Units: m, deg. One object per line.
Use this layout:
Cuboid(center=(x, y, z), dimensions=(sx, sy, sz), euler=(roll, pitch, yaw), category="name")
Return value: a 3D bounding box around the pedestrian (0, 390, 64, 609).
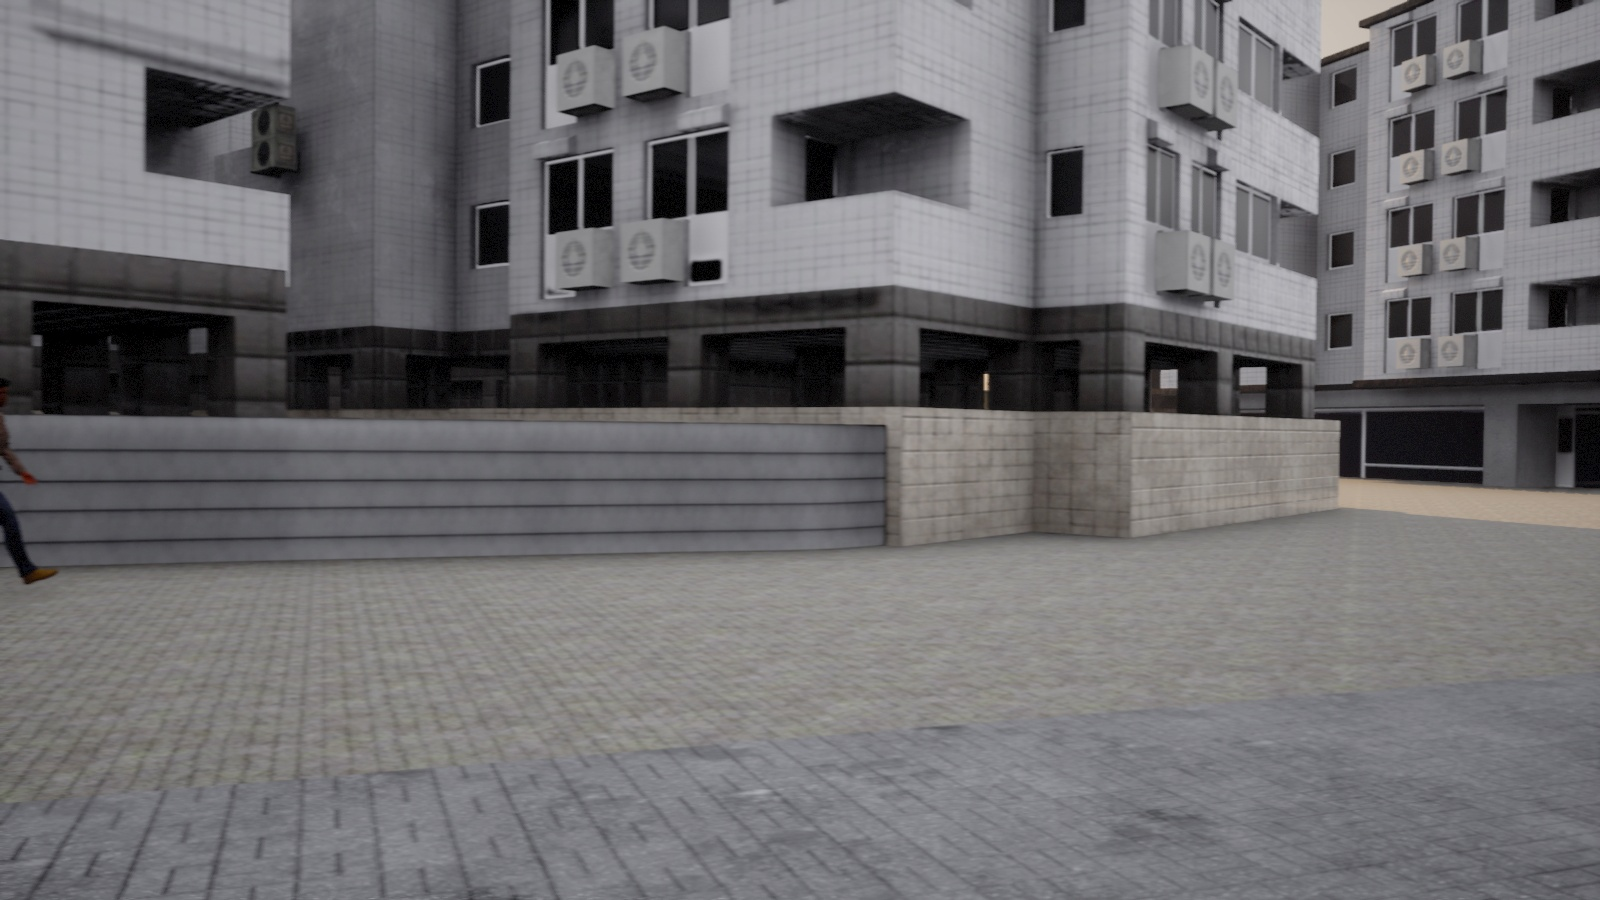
Cuboid(center=(-6.715, 0.410, 10.501), dimensions=(0.869, 1.805, 0.328), euler=(-1, 1, -12), category="pedestrian")
